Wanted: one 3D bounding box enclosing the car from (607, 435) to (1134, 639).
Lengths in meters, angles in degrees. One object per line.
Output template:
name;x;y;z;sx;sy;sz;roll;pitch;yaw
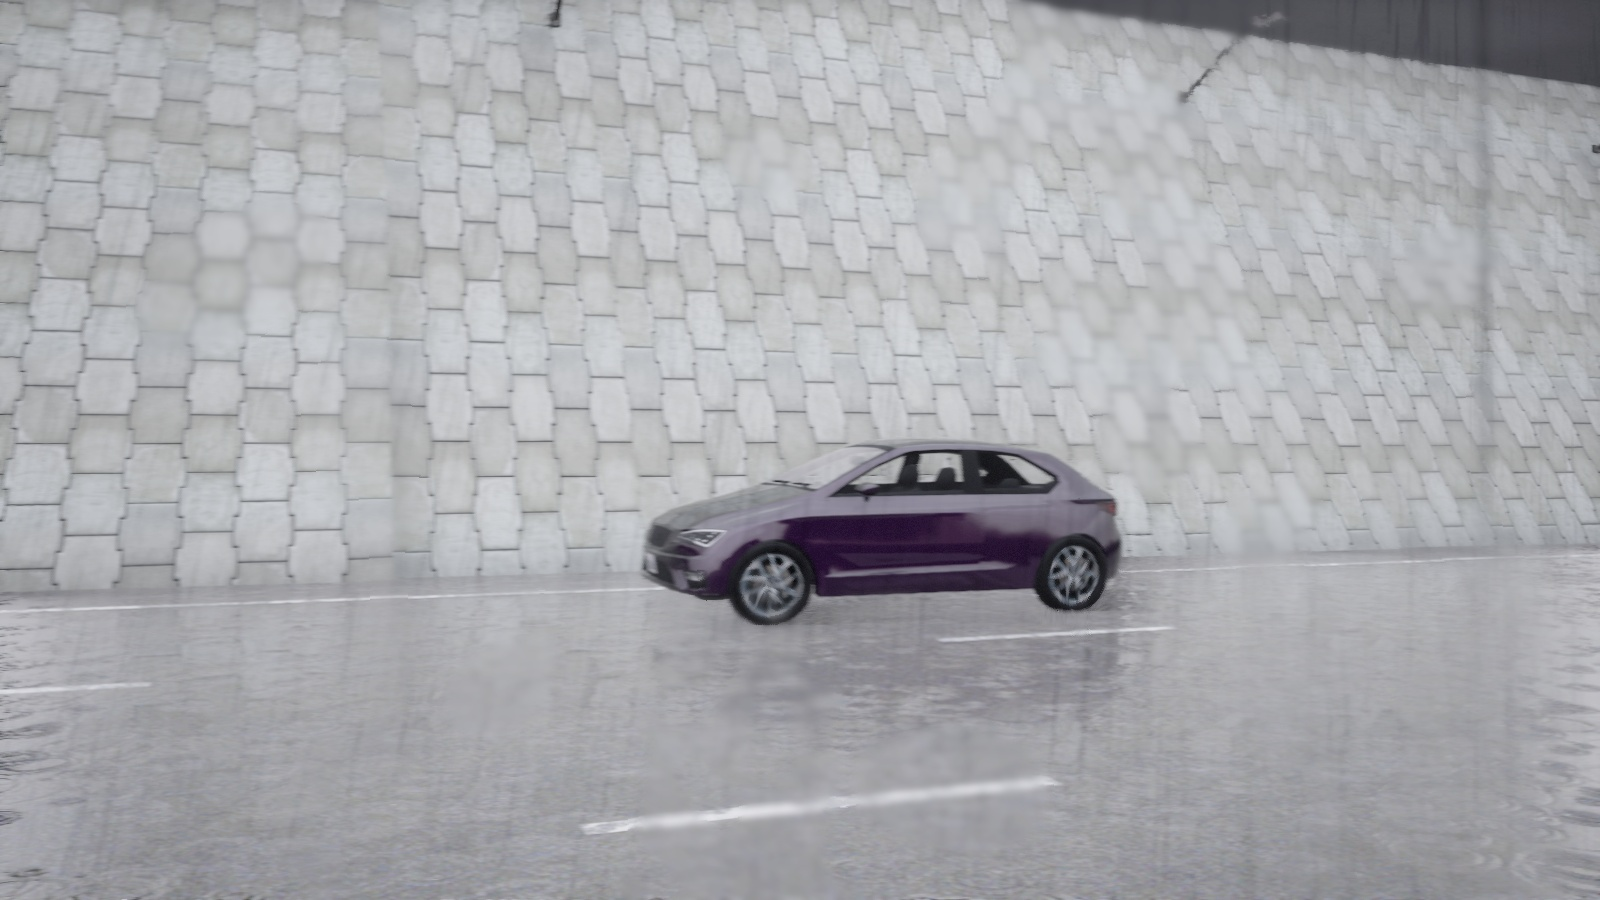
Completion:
car;0.595;0.627;10.952;4.193;1.474;1.816;-1;1;-21
